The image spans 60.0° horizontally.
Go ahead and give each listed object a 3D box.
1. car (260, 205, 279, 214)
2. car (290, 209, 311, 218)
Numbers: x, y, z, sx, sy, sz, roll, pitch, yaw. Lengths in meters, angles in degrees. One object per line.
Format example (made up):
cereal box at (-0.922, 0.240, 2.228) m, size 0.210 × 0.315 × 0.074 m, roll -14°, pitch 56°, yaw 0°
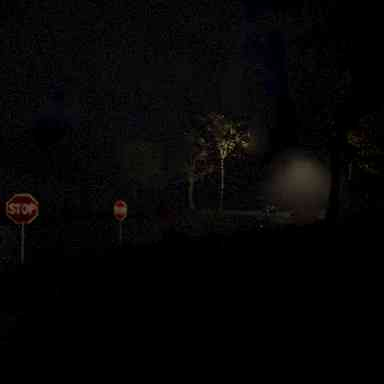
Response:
car at (13.549, 3.099, 57.861) m, size 1.837 × 1.490 × 4.892 m, roll 2°, pitch 0°, yaw 36°
car at (16.252, 3.185, 49.677) m, size 1.895 × 1.301 × 4.718 m, roll 2°, pitch -1°, yaw 35°
